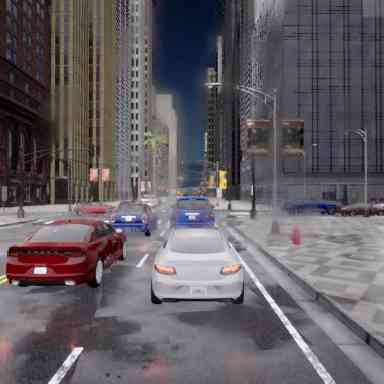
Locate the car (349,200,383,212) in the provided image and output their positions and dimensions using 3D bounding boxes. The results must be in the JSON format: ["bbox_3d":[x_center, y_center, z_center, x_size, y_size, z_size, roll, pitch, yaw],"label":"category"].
[{"bbox_3d":[20.853,1.641,38.719,4.313,1.339,1.947,0,0,-1],"label":"car"}]

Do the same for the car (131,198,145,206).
[{"bbox_3d":[-9.774,1.824,60.786,1.812,1.442,4.674,0,0,1],"label":"car"}]

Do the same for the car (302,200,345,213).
[{"bbox_3d":[15.213,1.660,38.635,4.313,1.339,1.947,0,0,-1],"label":"car"}]

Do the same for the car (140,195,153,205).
[{"bbox_3d":[-9.697,1.606,71.360,2.150,2.045,5.566,0,0,0],"label":"car"}]

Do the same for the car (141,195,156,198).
[{"bbox_3d":[-6.561,1.450,50.918,2.150,2.045,5.566,0,0,0],"label":"car"}]

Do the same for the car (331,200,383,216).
[{"bbox_3d":[15.337,1.575,30.112,4.206,1.307,1.802,0,0,-1],"label":"car"}]

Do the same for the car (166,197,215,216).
[{"bbox_3d":[0.039,1.256,17.722,2.150,2.045,5.566,0,0,1],"label":"car"}]

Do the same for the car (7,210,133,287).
[{"bbox_3d":[-3.145,1.488,9.392,1.882,1.535,5.008,0,0,0],"label":"car"}]

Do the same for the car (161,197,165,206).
[{"bbox_3d":[-6.525,1.802,60.630,1.837,1.490,4.892,0,0,1],"label":"car"}]

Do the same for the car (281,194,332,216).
[{"bbox_3d":[11.586,1.258,32.630,5.566,2.045,2.150,0,-1,-1],"label":"car"}]

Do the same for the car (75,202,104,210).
[{"bbox_3d":[-9.859,1.680,34.032,4.181,1.385,1.994,0,0,-25],"label":"car"}]

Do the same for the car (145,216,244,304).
[{"bbox_3d":[0.105,1.534,8.020,1.812,1.442,4.674,0,0,0],"label":"car"}]

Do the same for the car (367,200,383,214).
[{"bbox_3d":[21.778,1.566,35.977,4.674,1.442,1.812,0,-1,-1],"label":"car"}]

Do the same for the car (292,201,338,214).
[{"bbox_3d":[13.224,1.633,35.852,4.181,1.385,1.994,0,-1,-1],"label":"car"}]

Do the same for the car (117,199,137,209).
[{"bbox_3d":[-9.810,1.776,50.877,2.033,1.411,5.357,0,0,0],"label":"car"}]

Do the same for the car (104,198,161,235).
[{"bbox_3d":[-3.136,1.390,18.619,2.097,1.767,4.553,0,0,0],"label":"car"}]
